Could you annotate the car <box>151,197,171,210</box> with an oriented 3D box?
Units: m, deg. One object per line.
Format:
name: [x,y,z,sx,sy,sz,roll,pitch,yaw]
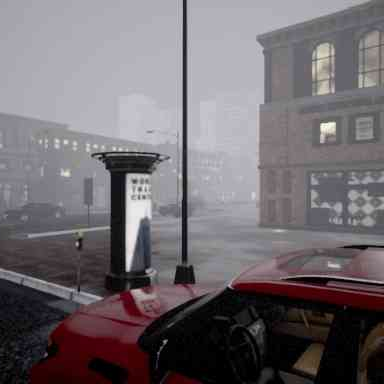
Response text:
car: [-5.141,1.666,42.150,1.752,1.417,4.829,0,0,36]

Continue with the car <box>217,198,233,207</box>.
car: [4.501,1.751,55.635,1.752,1.417,4.829,0,0,36]

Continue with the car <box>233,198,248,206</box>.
car: [7.814,1.807,60.268,2.008,1.369,4.403,0,-1,36]

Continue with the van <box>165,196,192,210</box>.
van: [-1.828,1.510,46.784,1.690,1.788,3.998,0,0,36]

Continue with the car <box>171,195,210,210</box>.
car: [-0.307,1.386,44.433,2.150,2.045,5.566,0,0,36]

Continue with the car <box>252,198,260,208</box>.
car: [11.417,1.670,50.900,1.967,1.590,4.097,0,-1,36]

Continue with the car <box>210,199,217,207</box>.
car: [1.386,1.748,51.278,2.008,1.369,4.403,0,0,36]

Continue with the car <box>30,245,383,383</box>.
car: [1.033,1.315,2.138,5.009,1.841,2.192,0,0,36]

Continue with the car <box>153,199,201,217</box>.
car: [-1.396,1.664,32.890,1.887,1.381,4.507,0,0,36]

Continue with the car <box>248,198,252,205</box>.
car: [11.029,1.837,64.763,2.008,1.369,4.403,0,-1,36]

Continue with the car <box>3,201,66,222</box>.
car: [-12.728,1.567,27.112,1.837,1.490,4.892,0,1,34]

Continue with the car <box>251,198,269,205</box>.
car: [14.243,1.868,69.259,2.008,1.369,4.403,0,-1,36]
